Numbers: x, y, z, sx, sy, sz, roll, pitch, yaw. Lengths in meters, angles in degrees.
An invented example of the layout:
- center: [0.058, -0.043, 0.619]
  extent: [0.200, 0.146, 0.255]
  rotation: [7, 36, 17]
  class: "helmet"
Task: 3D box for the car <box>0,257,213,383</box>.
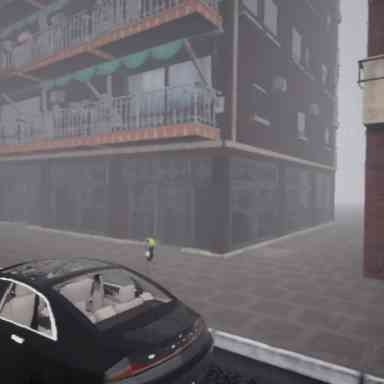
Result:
- center: [-1.836, 1.523, 4.174]
  extent: [4.403, 1.369, 2.008]
  rotation: [1, 1, 36]
  class: "car"
